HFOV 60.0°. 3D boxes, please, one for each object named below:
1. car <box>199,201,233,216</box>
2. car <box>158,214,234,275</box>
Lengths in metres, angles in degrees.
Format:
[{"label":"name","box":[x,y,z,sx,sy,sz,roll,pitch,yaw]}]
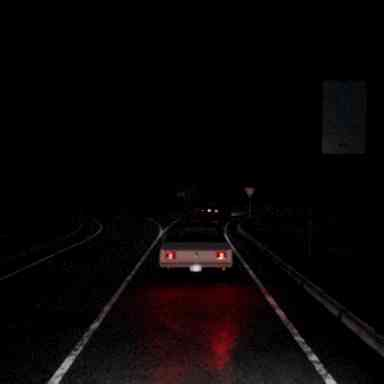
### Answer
[{"label":"car","box":[2.142,1.492,28.653,2.033,1.411,5.357,1,1,18]},{"label":"car","box":[0.107,1.576,10.351,1.895,1.301,4.718,0,0,0]}]
